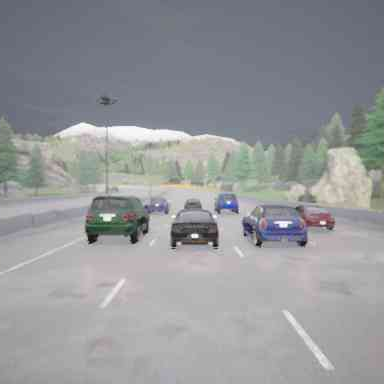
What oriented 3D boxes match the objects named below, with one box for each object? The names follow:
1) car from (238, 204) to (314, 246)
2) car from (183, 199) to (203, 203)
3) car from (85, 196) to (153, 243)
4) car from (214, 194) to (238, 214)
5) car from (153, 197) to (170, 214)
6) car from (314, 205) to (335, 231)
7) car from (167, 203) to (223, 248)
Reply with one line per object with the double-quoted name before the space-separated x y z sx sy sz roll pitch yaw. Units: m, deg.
"car" 3.604 1.338 15.247 2.097 1.767 4.553 0 0 0
"car" 0.110 1.471 35.772 1.837 1.490 4.892 0 0 0
"car" -3.397 1.202 16.022 2.150 2.045 5.566 0 -1 0
"car" 3.610 1.188 35.411 2.150 2.045 5.566 0 0 0
"car" -3.391 1.321 34.477 2.097 1.767 4.553 0 0 0
"car" 7.106 1.507 20.358 1.812 1.442 4.674 0 0 0
"car" 0.104 1.464 14.690 1.882 1.535 5.008 0 0 0
